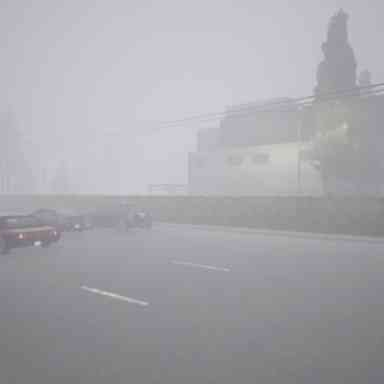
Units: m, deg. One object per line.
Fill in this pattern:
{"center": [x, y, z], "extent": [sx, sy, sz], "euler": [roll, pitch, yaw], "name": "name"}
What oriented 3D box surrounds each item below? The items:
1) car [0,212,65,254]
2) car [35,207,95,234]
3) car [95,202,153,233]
{"center": [-7.546, 1.617, 13.670], "extent": [4.718, 1.301, 1.895], "euler": [0, 0, 36], "name": "car"}
{"center": [-7.638, 1.545, 18.025], "extent": [4.674, 1.442, 1.812], "euler": [0, 0, 35], "name": "car"}
{"center": [-4.575, 1.370, 20.149], "extent": [4.553, 1.767, 2.097], "euler": [0, 0, 36], "name": "car"}
